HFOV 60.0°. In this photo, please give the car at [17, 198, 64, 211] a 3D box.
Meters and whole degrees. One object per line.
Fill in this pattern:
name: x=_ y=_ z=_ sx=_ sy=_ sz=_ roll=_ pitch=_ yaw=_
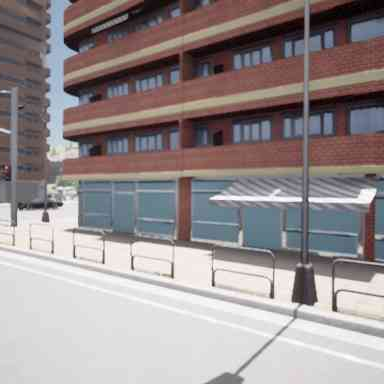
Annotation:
car: x=-16.424 y=1.291 z=35.796 sx=1.895 sy=1.301 sz=4.718 roll=1 pitch=0 yaw=36
